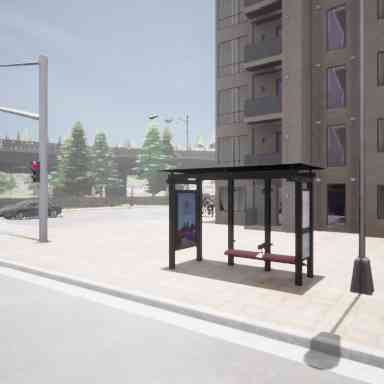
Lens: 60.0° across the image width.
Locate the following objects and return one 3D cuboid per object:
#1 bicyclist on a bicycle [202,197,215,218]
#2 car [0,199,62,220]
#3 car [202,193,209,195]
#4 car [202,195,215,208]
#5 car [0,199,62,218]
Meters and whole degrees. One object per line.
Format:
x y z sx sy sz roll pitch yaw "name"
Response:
1.253 1.245 26.671 1.656 1.620 0.582 0 0 36 "bicyclist on a bicycle"
-13.130 1.449 27.284 1.837 1.490 4.892 0 0 37 "car"
0.227 1.166 47.842 5.566 2.045 2.150 0 0 -35 "car"
4.239 1.492 46.378 5.357 1.411 2.033 0 0 -31 "car"
-14.871 1.436 30.798 2.128 1.511 4.902 0 0 37 "car"
